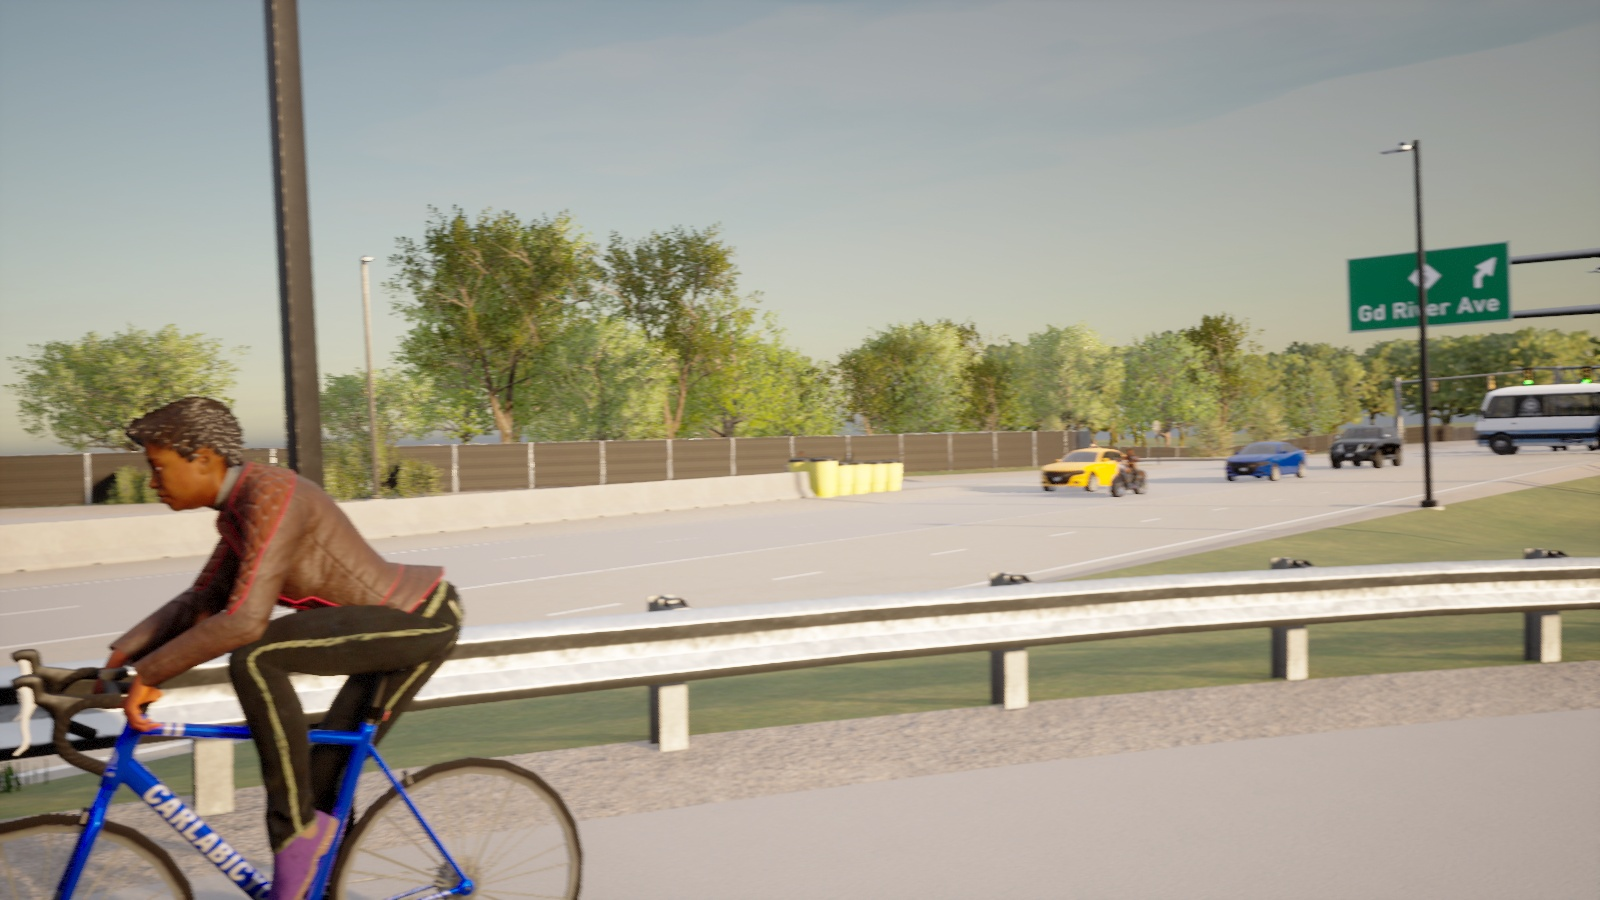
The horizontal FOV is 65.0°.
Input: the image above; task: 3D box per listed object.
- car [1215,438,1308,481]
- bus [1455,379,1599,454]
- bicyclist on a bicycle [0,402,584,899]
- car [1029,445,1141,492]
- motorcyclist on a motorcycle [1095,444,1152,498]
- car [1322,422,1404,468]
[{"bbox_3d":[18.443,0.345,50.033,1.882,1.535,5.008,-2,0,40],"label":"car"},{"bbox_3d":[46.092,-2.035,76.509,10.273,4.253,3.944,-1,0,38],"label":"bus"},{"bbox_3d":[-1.417,0.704,3.026,1.656,1.620,0.582,-1,1,-30],"label":"bicyclist on a bicycle"},{"bbox_3d":[10.471,0.652,45.911,1.882,1.535,5.008,-2,0,40],"label":"car"},{"bbox_3d":[10.417,0.660,40.370,0.766,1.649,2.350,-2,1,40],"label":"motorcyclist on a motorcycle"},{"bbox_3d":[27.196,-0.281,60.582,2.150,2.045,5.566,-2,0,40],"label":"car"}]
